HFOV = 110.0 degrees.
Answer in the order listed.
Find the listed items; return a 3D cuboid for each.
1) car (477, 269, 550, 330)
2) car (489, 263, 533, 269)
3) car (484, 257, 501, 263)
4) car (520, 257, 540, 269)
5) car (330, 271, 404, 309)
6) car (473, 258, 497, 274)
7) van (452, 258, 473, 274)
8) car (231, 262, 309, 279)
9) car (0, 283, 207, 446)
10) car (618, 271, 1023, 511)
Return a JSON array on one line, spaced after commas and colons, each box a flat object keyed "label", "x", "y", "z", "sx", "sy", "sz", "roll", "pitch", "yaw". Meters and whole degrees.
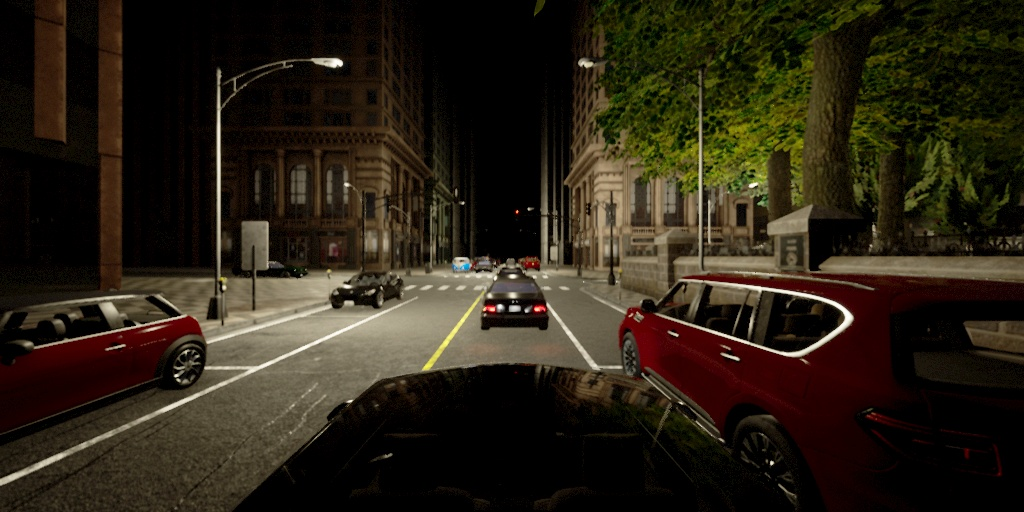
[{"label": "car", "x": 0.051, "y": 1.294, "z": 11.028, "sx": 2.033, "sy": 1.411, "sz": 5.357, "roll": 0, "pitch": 0, "yaw": 0}, {"label": "car", "x": -0.060, "y": 1.307, "z": 20.422, "sx": 1.994, "sy": 1.385, "sz": 4.181, "roll": 0, "pitch": 0, "yaw": 0}, {"label": "car", "x": -3.273, "y": 1.309, "z": 58.278, "sx": 2.033, "sy": 1.411, "sz": 5.357, "roll": 0, "pitch": 0, "yaw": 0}, {"label": "car", "x": 2.613, "y": 1.066, "z": 47.067, "sx": 2.192, "sy": 1.841, "sz": 5.009, "roll": 0, "pitch": 0, "yaw": 0}, {"label": "car", "x": -5.805, "y": 1.311, "z": 14.933, "sx": 1.948, "sy": 1.339, "sz": 4.313, "roll": 0, "pitch": 0, "yaw": 0}, {"label": "car", "x": -3.232, "y": 1.295, "z": 42.150, "sx": 2.033, "sy": 1.411, "sz": 5.357, "roll": 0, "pitch": 0, "yaw": 0}, {"label": "van", "x": -5.894, "y": 1.088, "z": 41.590, "sx": 1.690, "sy": 1.789, "sz": 3.998, "roll": 0, "pitch": 0, "yaw": 0}, {"label": "car", "x": -17.942, "y": 1.088, "z": 26.807, "sx": 4.718, "sy": 1.301, "sz": 1.895, "roll": 1, "pitch": 0, "yaw": 0}, {"label": "car", "x": -5.768, "y": 1.189, "z": 3.885, "sx": 1.967, "sy": 1.591, "sz": 4.097, "roll": 0, "pitch": 0, "yaw": 0}, {"label": "car", "x": 2.757, "y": 1.064, "z": 3.924, "sx": 2.192, "sy": 1.841, "sz": 5.009, "roll": 0, "pitch": 0, "yaw": 0}]
